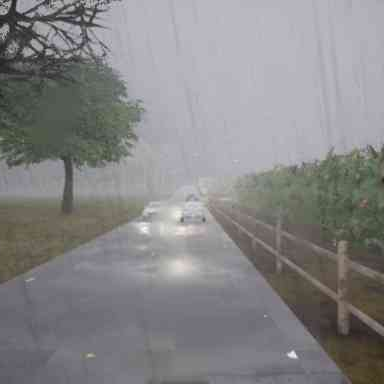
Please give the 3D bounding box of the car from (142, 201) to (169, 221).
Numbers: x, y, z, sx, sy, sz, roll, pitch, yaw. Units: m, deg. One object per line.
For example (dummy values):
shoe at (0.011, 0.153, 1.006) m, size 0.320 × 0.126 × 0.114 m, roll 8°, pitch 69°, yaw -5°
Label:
car at (-2.829, 1.487, 26.765) m, size 1.812 × 1.442 × 4.674 m, roll 0°, pitch 0°, yaw 0°

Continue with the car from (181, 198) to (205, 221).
car at (0.087, 1.487, 26.807) m, size 1.812 × 1.442 × 4.674 m, roll 0°, pitch 0°, yaw 0°

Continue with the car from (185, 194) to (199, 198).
car at (0.032, 1.081, 47.355) m, size 2.033 × 1.649 × 4.856 m, roll 0°, pitch 1°, yaw 0°
